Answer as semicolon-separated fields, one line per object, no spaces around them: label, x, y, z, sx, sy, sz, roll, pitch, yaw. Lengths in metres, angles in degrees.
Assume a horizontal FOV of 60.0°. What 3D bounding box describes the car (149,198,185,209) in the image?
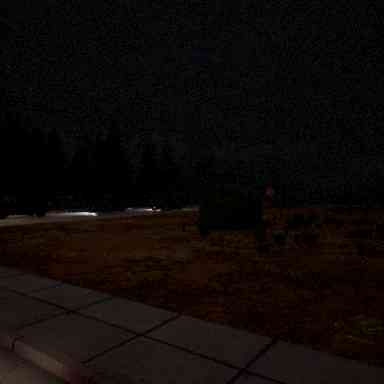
car;-3.375;1.570;46.056;2.033;1.411;5.357;0;0;37

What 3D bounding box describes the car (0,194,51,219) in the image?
car;-15.468;1.244;29.695;2.150;2.045;5.566;0;0;36

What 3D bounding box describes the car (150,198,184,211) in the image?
car;-2.902;1.527;40.490;1.837;1.490;4.892;0;0;36

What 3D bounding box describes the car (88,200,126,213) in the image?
car;-9.573;1.586;37.673;1.994;1.385;4.181;0;0;37
